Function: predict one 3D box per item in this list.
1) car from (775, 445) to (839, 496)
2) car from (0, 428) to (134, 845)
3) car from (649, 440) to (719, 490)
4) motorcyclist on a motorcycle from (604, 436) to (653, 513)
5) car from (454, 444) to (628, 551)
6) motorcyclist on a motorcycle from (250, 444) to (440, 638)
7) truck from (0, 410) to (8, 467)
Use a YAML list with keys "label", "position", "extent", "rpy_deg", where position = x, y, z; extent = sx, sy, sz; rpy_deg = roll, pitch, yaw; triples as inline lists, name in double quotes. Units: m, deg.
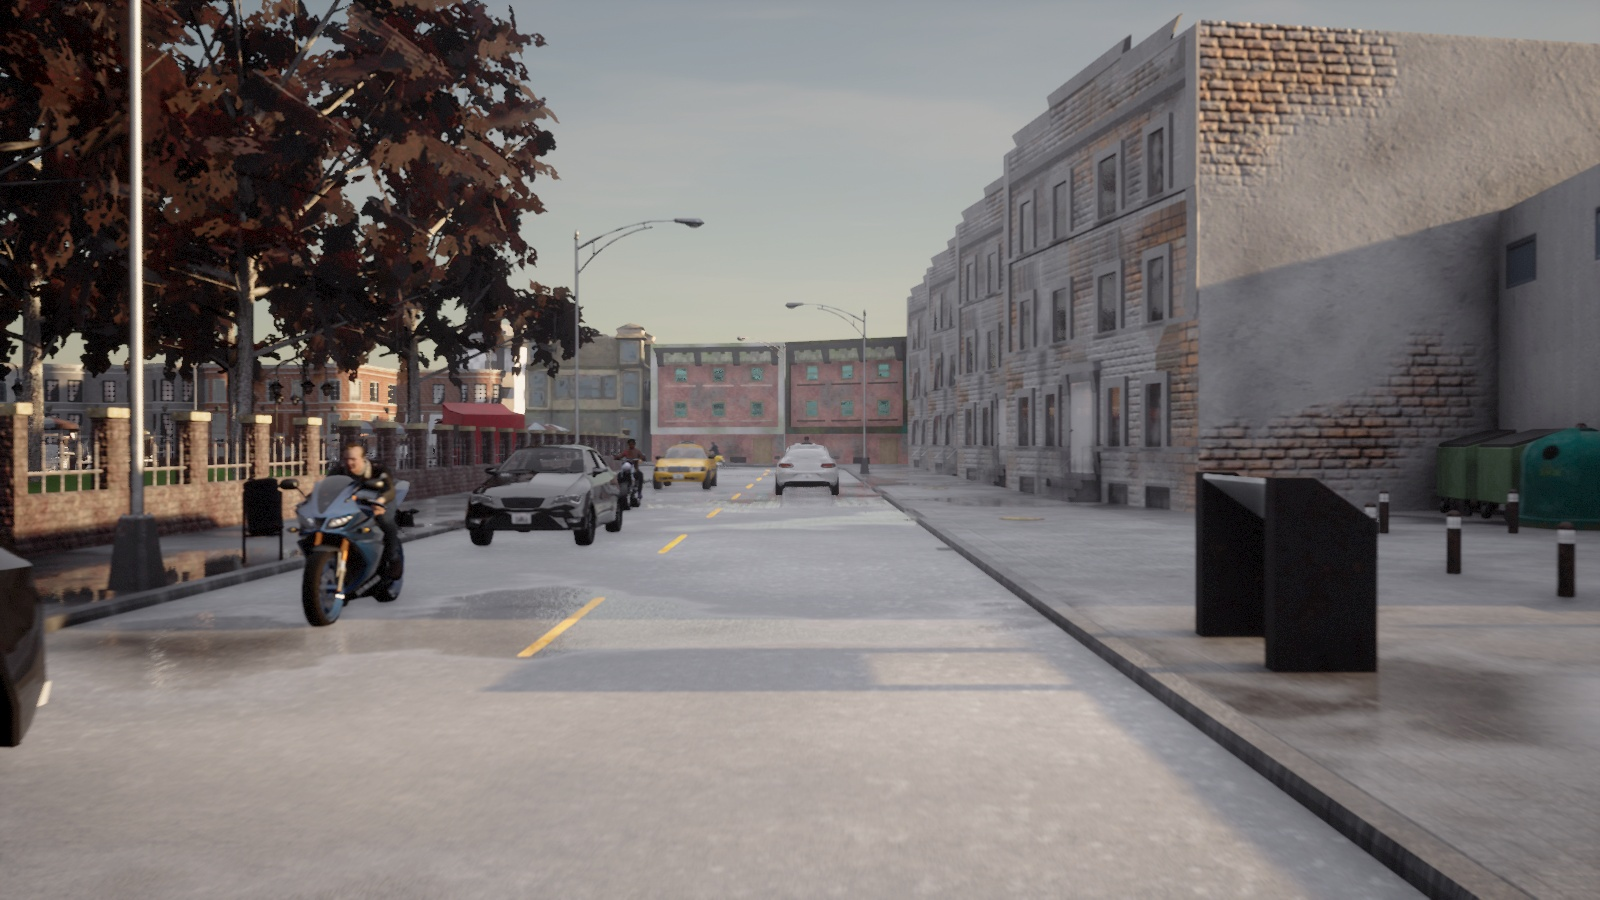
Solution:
- label: "car"
  position: [0.207, 0.561, 37.451]
  extent: [1.812, 1.442, 4.674]
  rpy_deg: [0, 0, 0]
- label: "car"
  position: [-3.968, 0.683, 3.000]
  extent: [2.128, 1.511, 4.902]
  rpy_deg: [0, 0, 0]
- label: "car"
  position: [-3.774, 0.447, 41.755]
  extent: [1.801, 1.575, 5.366]
  rpy_deg: [0, 0, 0]
- label: "motorcyclist on a motorcycle"
  position: [-3.833, 0.534, 28.236]
  extent: [0.766, 1.649, 2.350]
  rpy_deg: [0, 0, 0]
- label: "car"
  position: [-3.874, 0.647, 19.503]
  extent: [1.816, 1.474, 4.193]
  rpy_deg: [0, 0, 0]
- label: "motorcyclist on a motorcycle"
  position: [-3.922, 0.716, 11.047]
  extent: [0.866, 1.530, 2.191]
  rpy_deg: [0, 0, 0]
- label: "truck"
  position: [-49.981, -0.702, 75.511]
  extent: [2.891, 3.462, 7.936]
  rpy_deg: [0, 0, -25]
